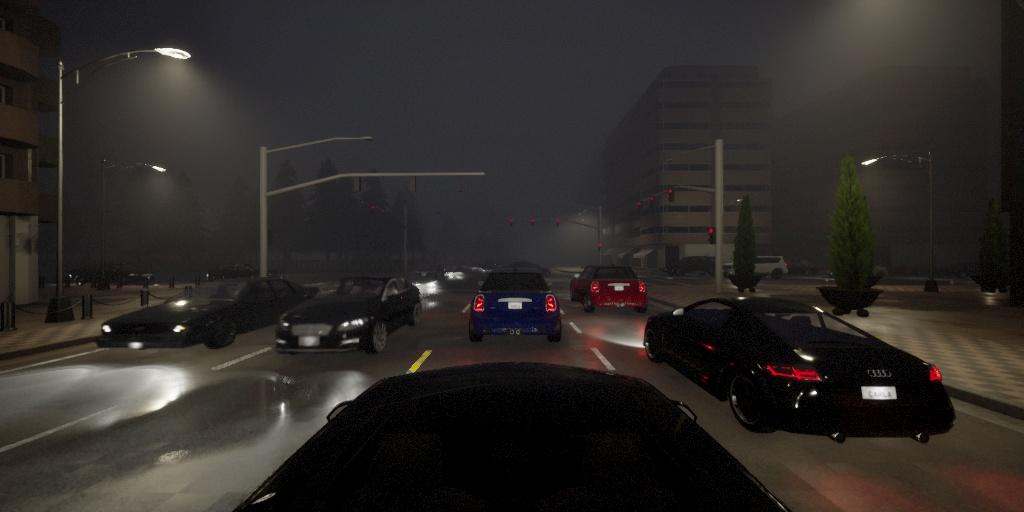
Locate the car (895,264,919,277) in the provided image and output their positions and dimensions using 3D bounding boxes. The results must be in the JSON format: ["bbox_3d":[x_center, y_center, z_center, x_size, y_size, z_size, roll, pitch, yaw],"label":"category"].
[{"bbox_3d":[38.238,1.406,36.598,4.718,1.301,1.895,0,0,0],"label":"car"}]

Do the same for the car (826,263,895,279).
[{"bbox_3d":[31.815,1.331,33.081,4.674,1.442,1.812,0,0,0],"label":"car"}]

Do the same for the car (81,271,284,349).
[{"bbox_3d":[-7.086,1.297,9.410,2.033,1.411,5.357,0,0,0],"label":"car"}]

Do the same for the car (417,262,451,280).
[{"bbox_3d":[-7.033,1.272,31.201,2.128,1.511,4.902,0,0,0],"label":"car"}]

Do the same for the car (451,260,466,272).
[{"bbox_3d":[-6.942,1.241,46.094,2.128,1.511,4.902,0,0,2],"label":"car"}]

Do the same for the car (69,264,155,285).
[{"bbox_3d":[-28.522,1.297,25.671,4.902,1.511,2.128,0,0,0],"label":"car"}]

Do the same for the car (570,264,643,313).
[{"bbox_3d":[3.609,1.102,14.172,2.097,1.767,4.553,0,0,0],"label":"car"}]

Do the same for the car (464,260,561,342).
[{"bbox_3d":[0.085,1.102,9.945,2.097,1.767,4.553,0,0,0],"label":"car"}]

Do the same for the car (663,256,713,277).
[{"bbox_3d":[18.432,1.027,36.537,5.566,2.045,2.150,0,0,0],"label":"car"}]

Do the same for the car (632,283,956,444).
[{"bbox_3d":[3.608,1.314,5.531,1.994,1.385,4.181,0,0,0],"label":"car"}]

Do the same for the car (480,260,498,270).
[{"bbox_3d":[-3.283,1.297,52.737,2.033,1.411,5.357,0,0,3],"label":"car"}]

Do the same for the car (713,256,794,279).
[{"bbox_3d":[22.178,1.027,33.051,5.566,2.045,2.150,0,0,0],"label":"car"}]

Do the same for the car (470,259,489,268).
[{"bbox_3d":[-5.567,1.313,62.020,1.994,1.385,4.181,0,0,13],"label":"car"}]

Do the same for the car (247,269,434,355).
[{"bbox_3d":[-3.586,1.241,8.796,2.128,1.511,4.902,0,0,0],"label":"car"}]

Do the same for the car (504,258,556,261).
[{"bbox_3d":[1.315,1.249,33.309,5.008,1.535,1.882,0,1,44],"label":"car"}]

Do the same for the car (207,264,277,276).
[{"bbox_3d":[-18.988,1.297,25.704,4.902,1.511,2.128,0,0,0],"label":"car"}]

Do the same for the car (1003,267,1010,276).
[{"bbox_3d":[43.741,1.283,29.425,5.008,1.535,1.882,0,0,0],"label":"car"}]

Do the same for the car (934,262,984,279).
[{"bbox_3d":[42.139,1.283,33.101,5.008,1.535,1.882,0,0,0],"label":"car"}]

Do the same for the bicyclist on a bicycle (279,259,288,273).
[{"bbox_3d":[-25.600,1.106,40.164,0.582,1.620,1.656,0,0,0],"label":"bicyclist on a bicycle"}]

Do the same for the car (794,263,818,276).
[{"bbox_3d":[28.192,1.406,36.571,4.718,1.301,1.895,0,0,0],"label":"car"}]
